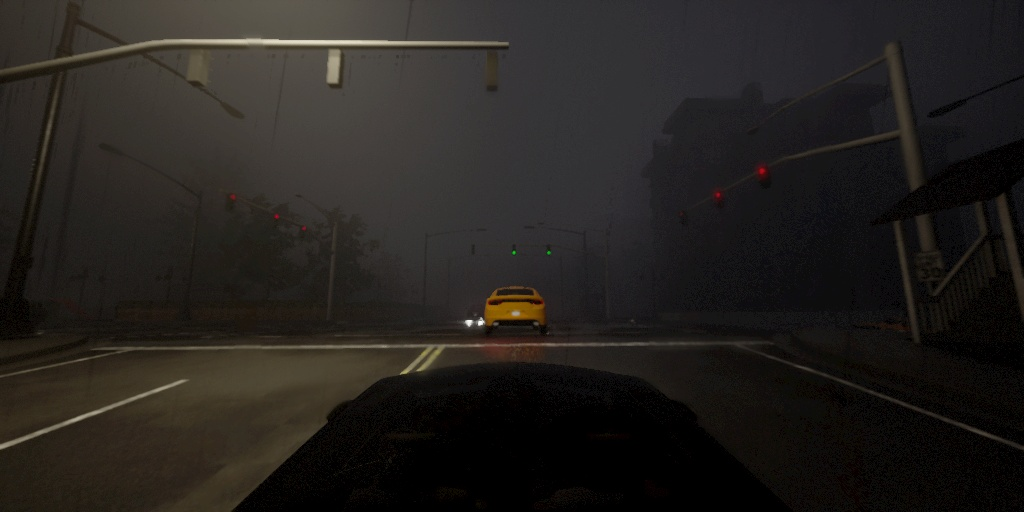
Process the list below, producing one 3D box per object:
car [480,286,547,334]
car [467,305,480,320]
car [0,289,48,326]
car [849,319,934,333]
[{"bbox_3d":[0.118,1.877,12.720,1.882,1.535,5.008,-1,-9,0],"label":"car"},{"bbox_3d":[-3.473,5.733,36.666,2.128,1.511,4.902,0,-9,0],"label":"car"},{"bbox_3d":[-25.483,2.412,16.771,5.566,2.045,2.150,0,-9,-1],"label":"car"},{"bbox_3d":[22.456,4.376,20.718,5.008,1.535,1.882,9,-9,1],"label":"car"}]
